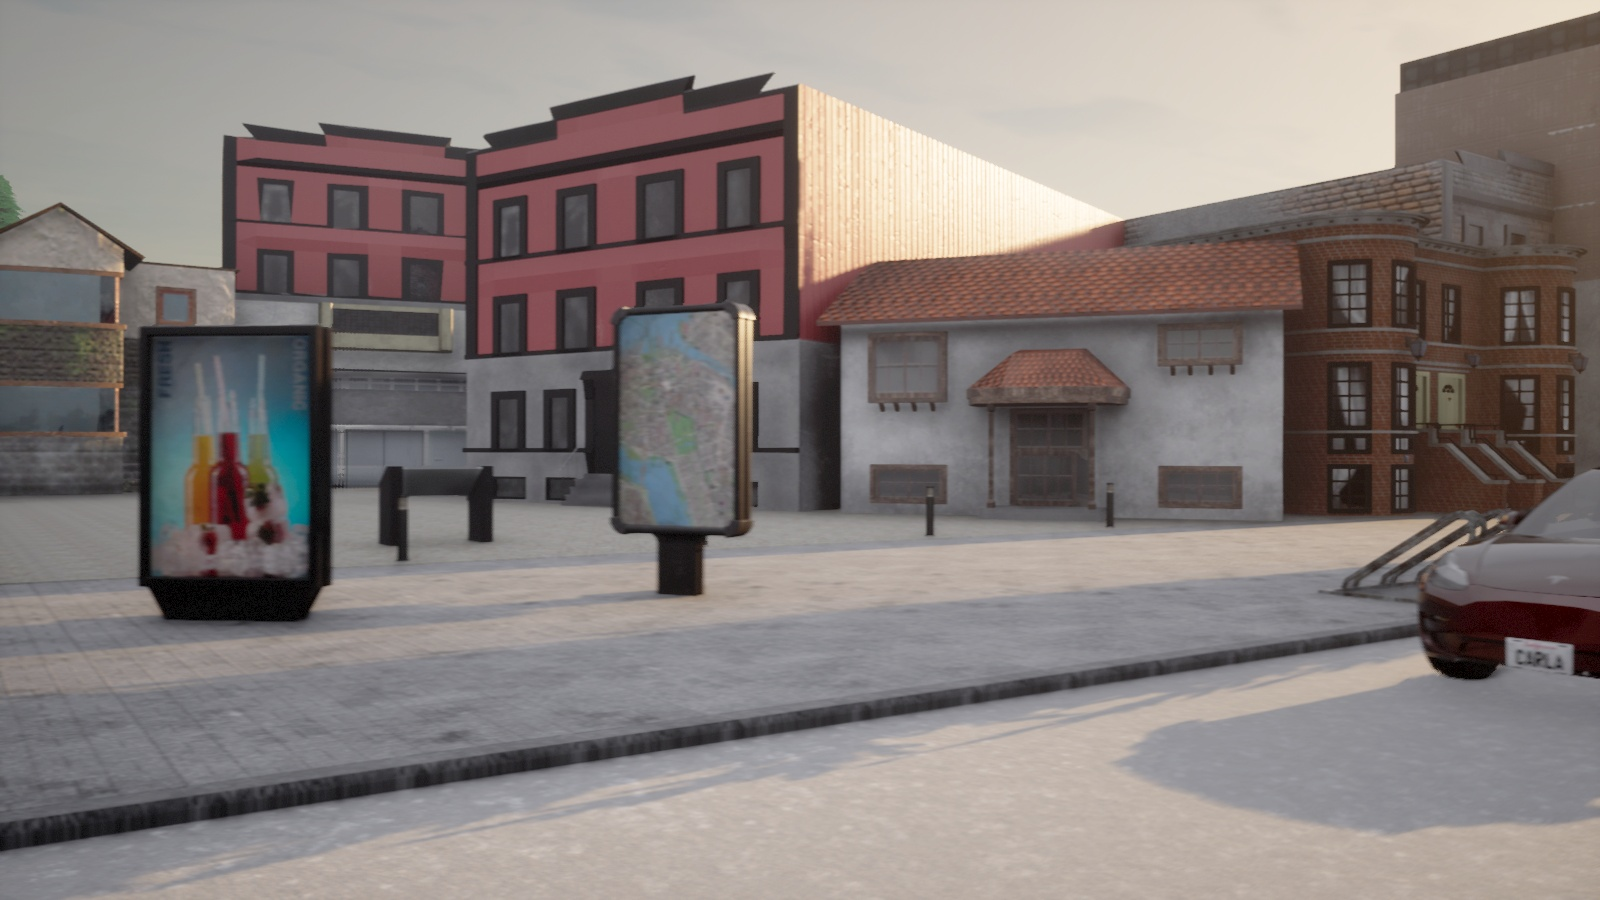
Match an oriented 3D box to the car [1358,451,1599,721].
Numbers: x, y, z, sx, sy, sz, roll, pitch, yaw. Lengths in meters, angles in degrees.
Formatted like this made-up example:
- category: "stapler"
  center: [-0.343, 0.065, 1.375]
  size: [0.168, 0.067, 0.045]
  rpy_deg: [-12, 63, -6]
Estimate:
- category: "car"
  center: [6.182, 0.752, 8.572]
  size: [4.792, 1.488, 2.163]
  rpy_deg: [0, 0, -35]
